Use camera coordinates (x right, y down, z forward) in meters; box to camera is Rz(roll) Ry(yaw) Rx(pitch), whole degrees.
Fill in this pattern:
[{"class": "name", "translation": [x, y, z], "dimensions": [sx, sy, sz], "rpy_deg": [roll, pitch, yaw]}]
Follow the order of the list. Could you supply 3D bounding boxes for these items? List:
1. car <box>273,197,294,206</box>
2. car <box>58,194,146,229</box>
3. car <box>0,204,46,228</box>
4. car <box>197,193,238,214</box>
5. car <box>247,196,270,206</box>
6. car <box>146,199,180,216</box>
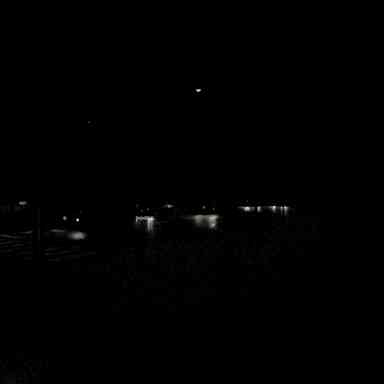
[{"class": "car", "translation": [13.793, 1.372, 49.702], "dimensions": [1.837, 1.490, 4.892], "rpy_deg": [0, 0, 35]}, {"class": "car", "translation": [-5.970, 1.182, 22.003], "dimensions": [2.150, 2.045, 5.566], "rpy_deg": [0, 0, 35]}, {"class": "car", "translation": [-11.409, 1.484, 20.094], "dimensions": [2.128, 1.511, 4.902], "rpy_deg": [0, 0, 38]}, {"class": "car", "translation": [2.761, 1.115, 34.302], "dimensions": [2.150, 2.045, 5.566], "rpy_deg": [0, 1, 35]}, {"class": "car", "translation": [9.993, 1.314, 50.000], "dimensions": [1.882, 1.535, 5.008], "rpy_deg": [0, 0, 36]}, {"class": "car", "translation": [-3.100, 1.437, 31.667], "dimensions": [1.837, 1.490, 4.892], "rpy_deg": [0, 0, 35]}]
